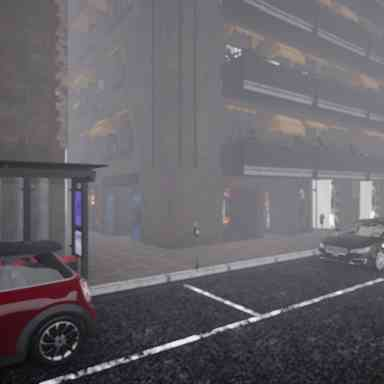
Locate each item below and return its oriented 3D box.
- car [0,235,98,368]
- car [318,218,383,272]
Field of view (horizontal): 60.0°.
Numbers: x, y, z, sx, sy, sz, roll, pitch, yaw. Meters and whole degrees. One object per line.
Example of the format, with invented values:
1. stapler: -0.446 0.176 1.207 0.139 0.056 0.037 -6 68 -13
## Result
1. car: -3.414 1.442 4.134 4.097 1.590 1.967 0 0 -35
2. car: 5.830 1.528 10.627 4.403 1.369 2.008 0 0 -35
